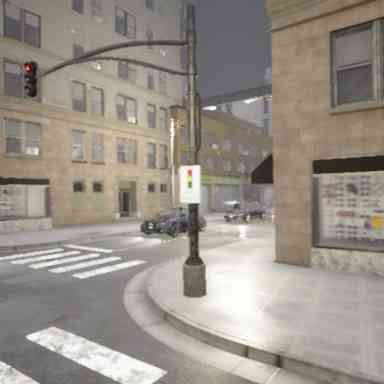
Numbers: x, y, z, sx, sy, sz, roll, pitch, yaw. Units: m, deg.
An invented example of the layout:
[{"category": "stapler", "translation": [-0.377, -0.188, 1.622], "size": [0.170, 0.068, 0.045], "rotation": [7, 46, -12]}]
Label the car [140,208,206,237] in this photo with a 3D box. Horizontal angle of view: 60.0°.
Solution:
[{"category": "car", "translation": [-0.967, 1.627, 18.652], "size": [1.994, 1.385, 4.181], "rotation": [-1, 0, 35]}]

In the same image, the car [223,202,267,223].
[{"category": "car", "translation": [4.222, 1.538, 25.957], "size": [1.837, 1.490, 4.892], "rotation": [-1, 0, 35]}]
